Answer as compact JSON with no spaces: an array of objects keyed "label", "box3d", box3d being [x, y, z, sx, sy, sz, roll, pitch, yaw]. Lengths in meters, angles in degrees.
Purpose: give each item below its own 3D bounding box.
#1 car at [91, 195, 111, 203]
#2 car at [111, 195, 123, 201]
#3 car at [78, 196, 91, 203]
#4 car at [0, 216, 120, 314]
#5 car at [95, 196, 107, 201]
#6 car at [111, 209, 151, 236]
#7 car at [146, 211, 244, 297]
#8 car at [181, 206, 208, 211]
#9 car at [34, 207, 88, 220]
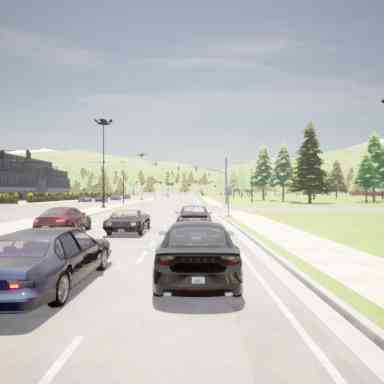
[{"label":"car","box3d":[-19.624,1.500,71.965,1.837,1.490,4.892,0,0,0]},{"label":"car","box3d":[-19.596,1.477,84.671,1.882,1.535,5.008,0,0,0]},{"label":"car","box3d":[-23.124,1.595,71.905,1.895,1.301,4.718,0,0,0]},{"label":"car","box3d":[-3.402,1.547,7.875,2.033,1.411,5.357,0,0,0]},{"label":"car","box3d":[-23.096,1.595,84.758,1.895,1.301,4.718,0,0,0]},{"label":"car","box3d":[-3.440,1.601,18.467,1.895,1.301,4.718,0,0,0]},{"label":"car","box3d":[0.123,1.478,8.613,1.882,1.535,5.008,0,0,0]},{"label":"car","box3d":[0.105,1.491,18.104,2.128,1.511,4.902,0,0,0]},{"label":"car","box3d":[-6.946,1.526,18.109,1.812,1.442,4.674,0,0,0]}]
